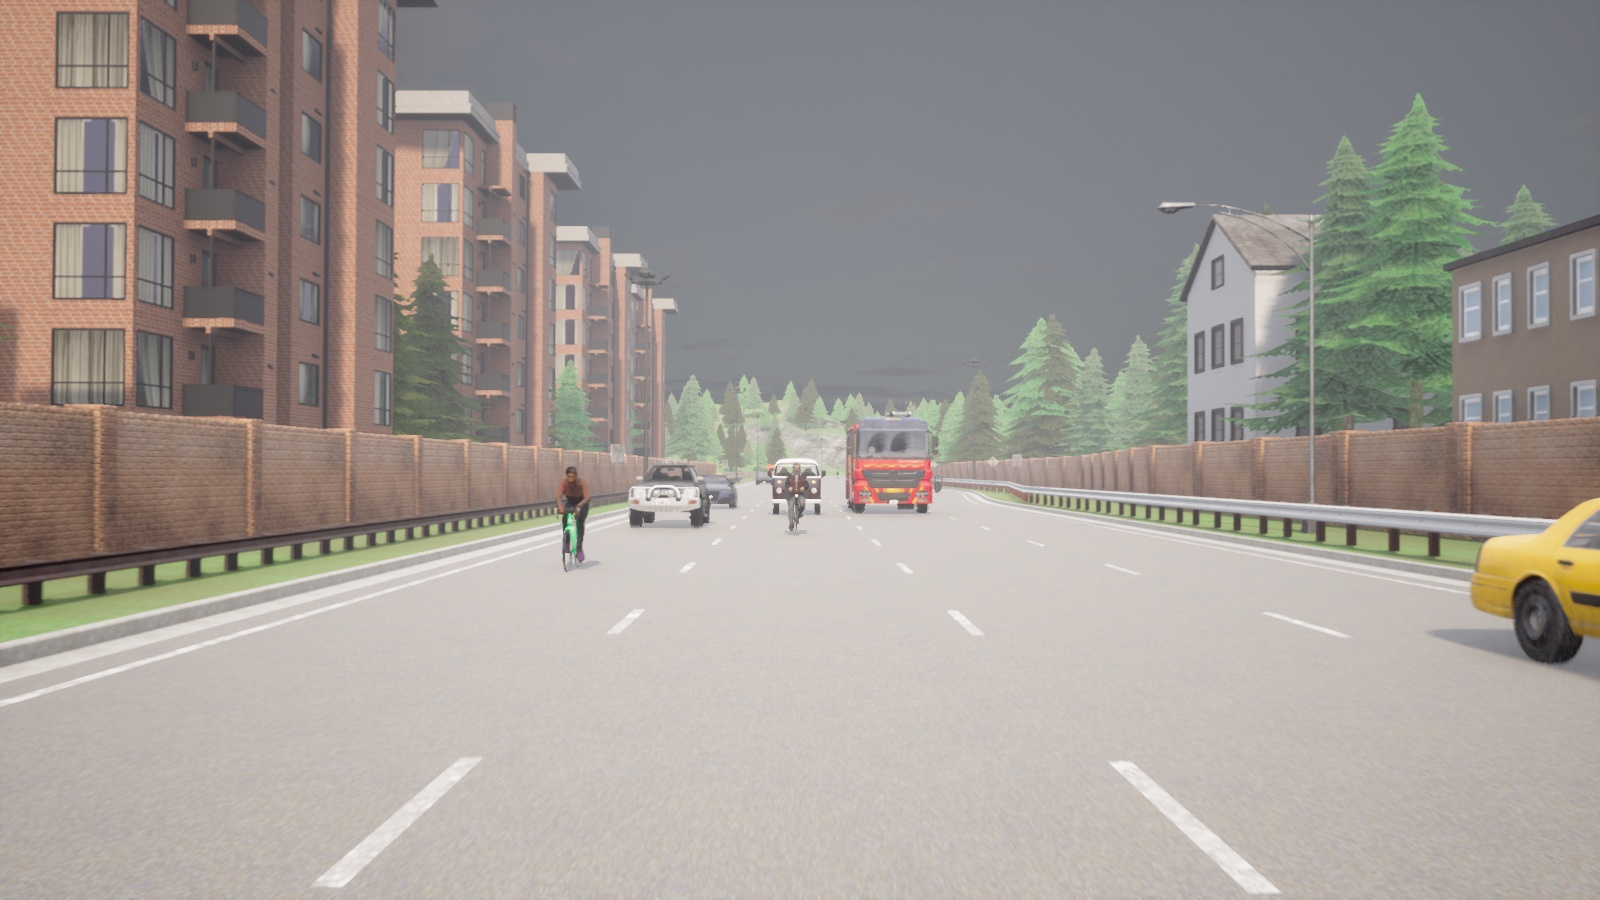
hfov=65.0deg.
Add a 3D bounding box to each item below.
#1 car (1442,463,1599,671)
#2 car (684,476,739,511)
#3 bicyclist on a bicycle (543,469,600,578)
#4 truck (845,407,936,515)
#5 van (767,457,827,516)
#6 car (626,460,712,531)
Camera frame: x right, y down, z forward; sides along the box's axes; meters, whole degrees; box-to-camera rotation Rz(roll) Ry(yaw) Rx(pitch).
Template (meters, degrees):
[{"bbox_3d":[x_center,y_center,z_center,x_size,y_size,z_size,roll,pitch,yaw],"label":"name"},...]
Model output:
[{"bbox_3d":[6.977,0.879,9.166,1.801,1.575,5.366,0,-1,0],"label":"car"},{"bbox_3d":[-3.626,1.767,52.199,1.994,1.385,4.181,0,-1,0],"label":"car"},{"bbox_3d":[-3.548,1.110,19.609,0.582,1.620,1.656,0,-1,0],"label":"bicyclist on a bicycle"},{"bbox_3d":[3.377,0.458,49.090,2.891,3.827,8.468,0,-1,0],"label":"truck"},{"bbox_3d":[-0.111,1.303,45.575,2.069,2.038,4.480,0,-1,0],"label":"van"},{"bbox_3d":[-3.586,1.234,35.141,1.932,1.855,4.605,0,-1,0],"label":"car"}]
